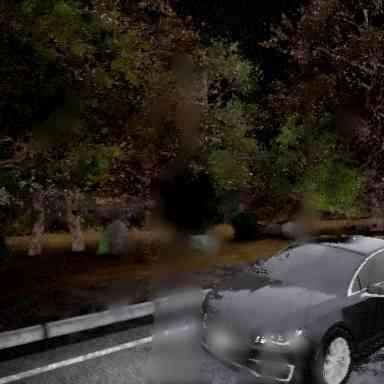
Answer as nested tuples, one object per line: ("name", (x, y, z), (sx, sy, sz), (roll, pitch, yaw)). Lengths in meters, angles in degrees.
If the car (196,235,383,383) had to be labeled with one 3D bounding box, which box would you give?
("car", (2.312, 1.527, 5.335), (4.892, 1.490, 1.837), (0, 0, -36))
